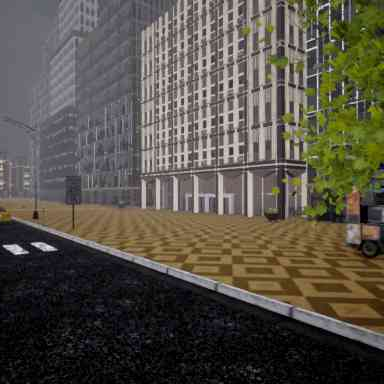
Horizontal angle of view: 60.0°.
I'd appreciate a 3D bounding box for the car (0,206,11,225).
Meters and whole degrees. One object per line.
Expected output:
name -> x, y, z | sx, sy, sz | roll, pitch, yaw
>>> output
car -> -13.899, 1.529, 23.329 | 1.752, 1.417, 4.829 | 0, 0, -38
